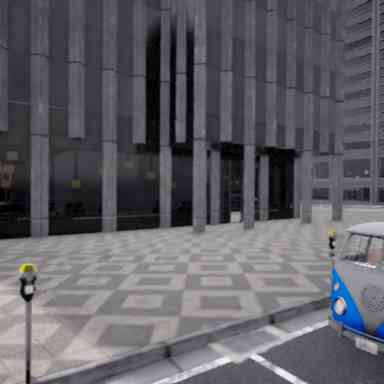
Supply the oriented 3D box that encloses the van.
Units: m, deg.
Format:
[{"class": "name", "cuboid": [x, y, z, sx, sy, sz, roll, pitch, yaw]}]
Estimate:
[{"class": "van", "cuboid": [3.815, 1.307, 5.138, 3.998, 1.788, 1.690, 0, 1, -34]}]
